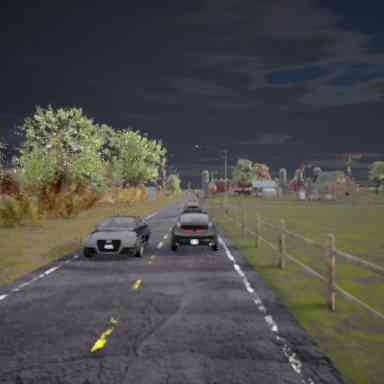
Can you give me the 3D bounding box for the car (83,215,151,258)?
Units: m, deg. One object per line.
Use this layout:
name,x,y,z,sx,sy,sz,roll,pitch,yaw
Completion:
car,-2.753,1.629,13.007,1.994,1.385,4.181,0,0,0

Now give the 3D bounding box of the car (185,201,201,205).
car,0.092,1.649,32.701,1.837,1.490,4.892,0,0,0

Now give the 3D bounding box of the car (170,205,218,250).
car,0.091,1.580,14.716,1.837,1.490,4.892,0,0,0
